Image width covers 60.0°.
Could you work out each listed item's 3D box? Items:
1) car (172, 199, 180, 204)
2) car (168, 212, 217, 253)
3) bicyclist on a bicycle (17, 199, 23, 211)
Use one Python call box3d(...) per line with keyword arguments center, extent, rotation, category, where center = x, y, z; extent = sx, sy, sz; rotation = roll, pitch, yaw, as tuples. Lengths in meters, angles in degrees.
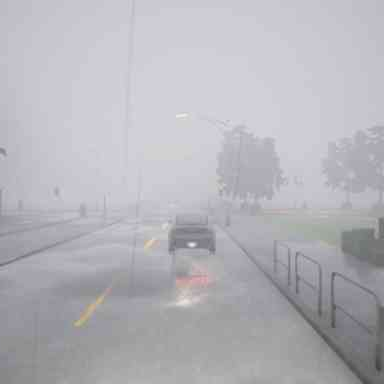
box3d(center=(-3.974, 2.375, 83.036), extent=(1.895, 1.301, 4.718), rotation=(0, -1, 0), category="car")
box3d(center=(0.009, 1.643, 14.306), extent=(1.837, 1.490, 4.892), rotation=(0, 0, 0), category="car")
box3d(center=(-24.011, 1.785, 46.449), extent=(0.582, 1.620, 1.656), rotation=(0, 0, 0), category="bicyclist on a bicycle")
